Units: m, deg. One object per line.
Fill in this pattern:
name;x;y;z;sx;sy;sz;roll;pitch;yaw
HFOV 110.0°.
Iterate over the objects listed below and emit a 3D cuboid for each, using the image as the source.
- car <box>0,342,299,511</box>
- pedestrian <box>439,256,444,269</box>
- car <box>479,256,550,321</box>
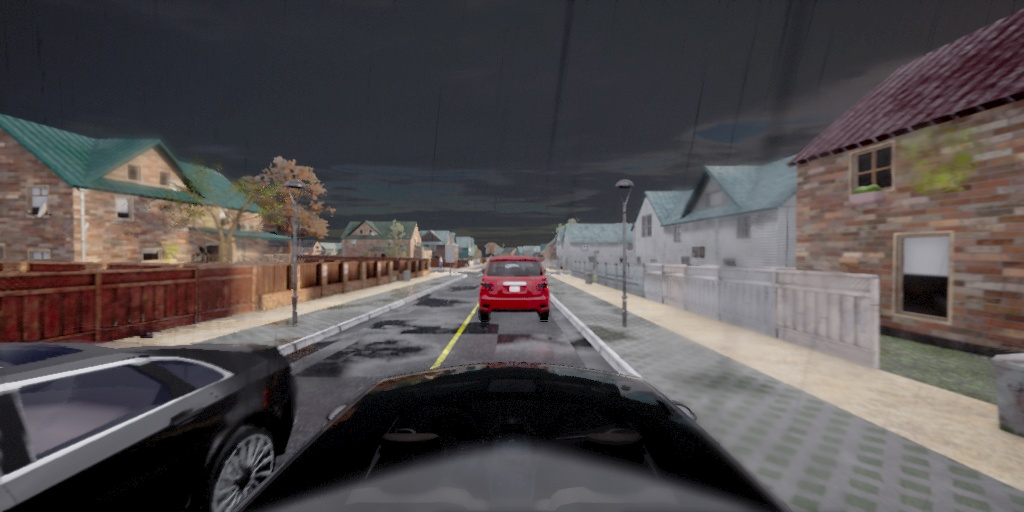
car;-2.847;1.239;1.245;2.128;1.511;4.902;0;0;0
pedestrian;-9.829;0.838;49.762;0.375;1.860;0.375;0;0;1
car;0.068;1.021;12.756;2.150;2.045;5.566;0;0;0
